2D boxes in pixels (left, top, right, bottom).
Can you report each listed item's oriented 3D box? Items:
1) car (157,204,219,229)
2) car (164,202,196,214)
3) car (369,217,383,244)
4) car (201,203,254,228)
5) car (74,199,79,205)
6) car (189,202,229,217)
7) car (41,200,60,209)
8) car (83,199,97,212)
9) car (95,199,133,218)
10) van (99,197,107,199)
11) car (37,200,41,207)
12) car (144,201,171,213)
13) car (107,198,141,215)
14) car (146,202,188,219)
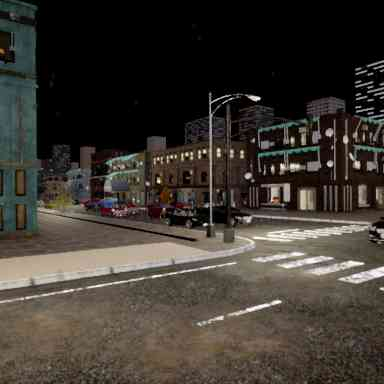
[{"bbox_3d":[-0.381,1.813,23.774,1.947,1.339,4.313,-2,0,-35],"label":"car"},{"bbox_3d":[-1.462,1.901,40.014,1.802,1.307,4.206,-2,0,-35],"label":"car"},{"bbox_3d":[9.602,1.485,14.484,4.902,1.511,2.128,0,0,-35],"label":"car"},{"bbox_3d":[2.447,1.732,24.495,1.812,1.442,4.674,-1,0,-37],"label":"car"},{"bbox_3d":[-27.049,2.362,76.154,1.947,1.339,4.313,-1,0,-35],"label":"car"},{"bbox_3d":[1.736,1.806,35.496,2.008,1.369,4.403,-2,0,-35],"label":"car"},{"bbox_3d":[-24.195,2.232,57.618,1.752,1.417,4.829,-1,0,-35],"label":"car"},{"bbox_3d":[-13.798,2.073,47.502,2.033,1.411,5.357,-1,0,-35],"label":"car"},{"bbox_3d":[-8.303,1.845,35.169,1.967,1.590,4.097,-1,0,-35],"label":"car"},{"bbox_3d":[-14.261,1.904,58.083,1.690,1.788,3.998,-1,0,-35],"label":"van"},{"bbox_3d":[-30.690,2.375,66.793,2.008,1.369,4.403,-1,0,-35],"label":"car"},{"bbox_3d":[-4.659,1.963,44.531,1.802,1.307,4.206,-2,0,-35],"label":"car"},{"bbox_3d":[-7.819,1.762,38.995,2.097,1.767,4.553,-1,0,-35],"label":"car"},{"bbox_3d":[-2.663,1.873,31.710,1.994,1.385,4.181,-1,0,-35],"label":"car"}]
